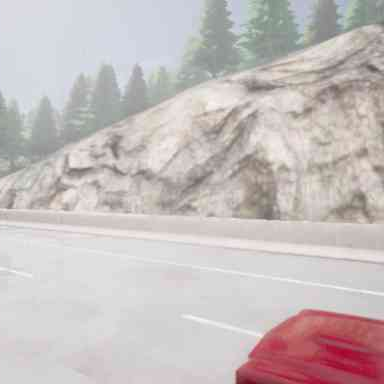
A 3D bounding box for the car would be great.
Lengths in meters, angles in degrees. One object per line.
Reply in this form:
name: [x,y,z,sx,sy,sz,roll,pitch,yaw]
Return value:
car: [2.601,1.592,2.123,4.718,1.301,1.895,-1,0,35]
